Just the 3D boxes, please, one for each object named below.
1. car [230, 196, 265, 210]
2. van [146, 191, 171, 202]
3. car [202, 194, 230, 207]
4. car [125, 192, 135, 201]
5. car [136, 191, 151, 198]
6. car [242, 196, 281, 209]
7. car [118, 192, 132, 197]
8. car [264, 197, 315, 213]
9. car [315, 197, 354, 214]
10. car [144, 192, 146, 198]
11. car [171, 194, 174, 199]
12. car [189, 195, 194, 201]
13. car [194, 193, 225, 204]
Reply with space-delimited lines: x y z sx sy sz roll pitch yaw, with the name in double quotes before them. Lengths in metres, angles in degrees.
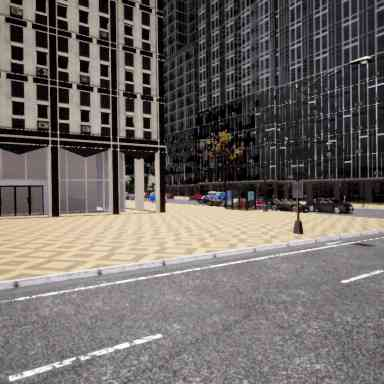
"car" 6.923 1.388 39.559 1.802 1.307 4.206 0 1 -35
"van" -5.891 0.937 58.332 1.690 1.788 3.998 0 1 -35
"car" 3.744 1.320 44.270 1.947 1.339 4.313 0 1 -35
"car" -12.346 1.040 67.692 2.008 1.369 4.403 0 1 -35
"car" -11.901 0.686 81.804 1.967 1.590 4.097 0 1 -35
"car" 8.650 1.260 41.801 1.837 1.490 4.892 -1 1 -34
"car" -18.354 0.689 91.162 2.008 1.369 4.403 0 1 -35
"car" 10.136 1.424 34.868 1.947 1.339 4.313 0 1 -35
"car" 13.997 1.345 34.046 1.837 1.490 4.892 -1 1 -35
"car" -8.674 0.615 77.124 2.192 1.841 5.009 0 1 -35
"car" -5.447 0.936 72.449 1.802 1.307 4.206 0 1 -35
"car" 1.007 1.044 63.091 1.802 1.307 4.206 0 1 -35
"car" 2.813 1.262 50.280 1.895 1.301 4.718 -1 1 -35
